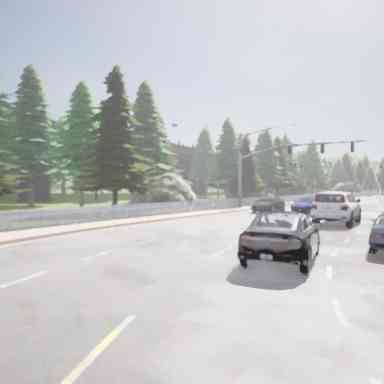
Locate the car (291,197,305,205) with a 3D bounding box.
[{"bbox_3d":[9.949,1.150,28.487,1.882,1.535,5.008,1,1,34],"label":"car"}]

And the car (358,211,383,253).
[{"bbox_3d":[7.729,1.417,12.394,2.033,1.411,5.357,1,1,33],"label":"car"}]

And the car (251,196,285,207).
[{"bbox_3d":[7.050,1.153,30.449,1.837,1.490,4.892,1,1,34],"label":"car"}]

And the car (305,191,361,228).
[{"bbox_3d":[8.967,0.982,20.554,2.150,2.045,5.566,1,1,34],"label":"car"}]

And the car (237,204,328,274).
[{"bbox_3d":[2.829,1.358,10.273,2.128,1.511,4.902,1,1,25],"label":"car"}]
